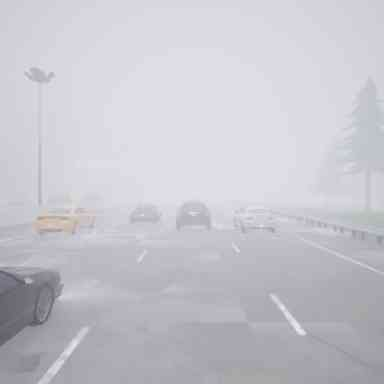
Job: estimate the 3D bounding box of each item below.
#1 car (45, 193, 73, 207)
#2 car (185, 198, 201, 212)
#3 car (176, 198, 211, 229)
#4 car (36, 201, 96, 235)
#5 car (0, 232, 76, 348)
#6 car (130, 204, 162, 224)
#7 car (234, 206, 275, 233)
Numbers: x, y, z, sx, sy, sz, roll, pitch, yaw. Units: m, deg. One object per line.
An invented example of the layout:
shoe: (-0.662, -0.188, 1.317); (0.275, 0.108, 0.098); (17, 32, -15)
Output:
car: (-21.031, 1.231, 52.814); (2.150, 2.045, 5.566); (0, 0, 1)
car: (0.113, 1.512, 40.620); (1.837, 1.490, 4.892); (0, 0, 0)
car: (0.105, 1.356, 21.652); (2.097, 1.767, 4.553); (0, 0, 0)
car: (-6.894, 1.481, 18.695); (1.882, 1.535, 5.008); (0, 0, 0)
car: (-3.397, 1.548, 3.997); (2.033, 1.411, 5.357); (0, 0, 0)
car: (-3.390, 1.569, 24.976); (1.994, 1.385, 4.181); (0, 0, 0)
car: (3.609, 1.529, 19.613); (1.812, 1.442, 4.674); (0, 0, 0)
